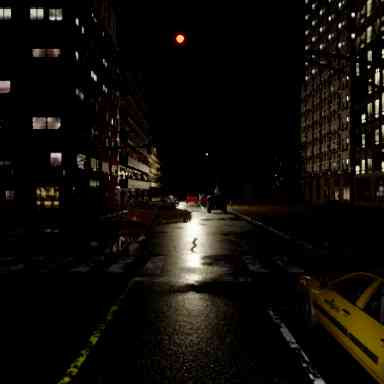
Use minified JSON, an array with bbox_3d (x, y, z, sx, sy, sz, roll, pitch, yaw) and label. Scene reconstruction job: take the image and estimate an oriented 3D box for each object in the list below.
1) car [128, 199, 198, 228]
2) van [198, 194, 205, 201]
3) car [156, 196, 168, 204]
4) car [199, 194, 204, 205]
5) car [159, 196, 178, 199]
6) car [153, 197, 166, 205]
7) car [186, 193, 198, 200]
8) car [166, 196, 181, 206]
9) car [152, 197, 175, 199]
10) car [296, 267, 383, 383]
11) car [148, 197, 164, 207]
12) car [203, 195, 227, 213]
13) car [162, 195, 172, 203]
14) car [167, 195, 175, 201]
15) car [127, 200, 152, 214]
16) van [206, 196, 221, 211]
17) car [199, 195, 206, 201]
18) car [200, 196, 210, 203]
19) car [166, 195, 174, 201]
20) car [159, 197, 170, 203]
[{"bbox_3d":[-2.088,1.504,22.875,1.882,1.535,5.008,1,1,39],"label":"car"},{"bbox_3d":[2.674,1.448,91.661,1.690,1.788,3.998,0,0,0],"label":"van"},{"bbox_3d":[-5.702,1.494,64.027,1.967,1.590,4.097,0,0,0],"label":"car"},{"bbox_3d":[2.678,1.359,58.501,2.192,1.841,5.009,0,0,0],"label":"car"},{"bbox_3d":[-3.094,1.572,45.431,2.033,1.411,5.357,0,0,0],"label":"car"},{"bbox_3d":[-5.701,1.589,58.499,1.887,1.381,4.507,0,0,0],"label":"car"},{"bbox_3d":[-0.009,1.277,65.201,2.150,2.045,5.566,0,0,0],"label":"car"},{"bbox_3d":[-3.052,1.531,55.624,2.128,1.511,4.902,0,0,0],"label":"car"},{"bbox_3d":[-3.126,1.562,35.302,2.033,1.411,5.357,0,0,-4],"label":"car"},{"bbox_3d":[2.686,1.526,4.152,1.752,1.417,4.829,0,0,0],"label":"car"},{"bbox_3d":[-5.700,1.586,52.974,2.008,1.369,4.403,0,0,0],"label":"car"},{"bbox_3d":[2.681,1.330,36.395,2.192,1.841,5.009,0,0,0],"label":"car"},{"bbox_3d":[-5.704,1.513,75.080,1.967,1.590,4.097,0,0,0],"label":"car"},{"bbox_3d":[-5.705,1.652,91.659,1.887,1.381,4.507,0,0,0],"label":"car"},{"bbox_3d":[-5.698,1.566,36.394,2.008,1.369,4.403,0,0,0],"label":"car"},{"bbox_3d":[2.680,1.362,41.921,1.690,1.788,3.998,0,0,0],"label":"van"},{"bbox_3d":[2.676,1.621,86.305,1.752,1.417,4.829,0,0,0],"label":"car"},{"bbox_3d":[2.678,1.608,69.555,1.887,1.381,4.507,0,0,0],"label":"car"},{"bbox_3d":[-5.704,1.620,85.964,1.752,1.417,4.829,0,0,0],"label":"car"},{"bbox_3d":[-5.702,1.645,69.554,1.802,1.307,4.206,0,0,0],"label":"car"}]
